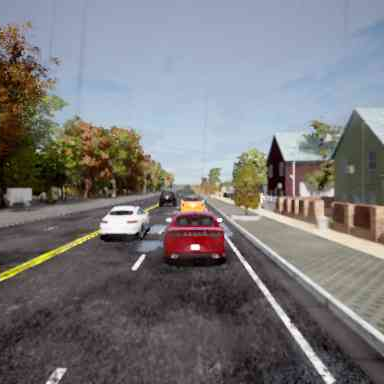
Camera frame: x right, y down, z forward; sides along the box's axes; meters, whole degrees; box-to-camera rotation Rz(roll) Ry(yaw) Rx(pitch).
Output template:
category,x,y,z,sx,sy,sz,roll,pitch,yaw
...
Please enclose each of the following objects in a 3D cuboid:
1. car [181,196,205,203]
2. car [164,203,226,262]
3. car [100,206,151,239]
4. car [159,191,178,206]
category,x,y,z,sx,sy,sz,roll,pitch,yaw
car,0.072,1.117,29.531,2.097,1.767,4.553,0,0,0
car,0.090,1.386,11.819,1.882,1.535,5.008,0,0,0
car,-3.164,1.401,16.288,1.812,1.442,4.674,0,0,0
car,-3.190,0.846,45.300,2.150,2.045,5.566,0,1,0
